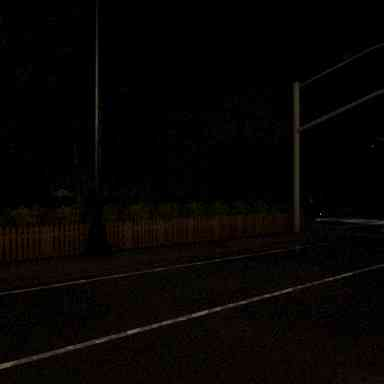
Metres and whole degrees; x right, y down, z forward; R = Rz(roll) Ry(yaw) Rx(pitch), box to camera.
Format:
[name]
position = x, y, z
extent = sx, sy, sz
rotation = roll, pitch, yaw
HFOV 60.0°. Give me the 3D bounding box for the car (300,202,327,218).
[car]
position = 9.861, 1.601, 30.565
extent = 1.895, 1.301, 4.718
rotation = 0, 0, -35
